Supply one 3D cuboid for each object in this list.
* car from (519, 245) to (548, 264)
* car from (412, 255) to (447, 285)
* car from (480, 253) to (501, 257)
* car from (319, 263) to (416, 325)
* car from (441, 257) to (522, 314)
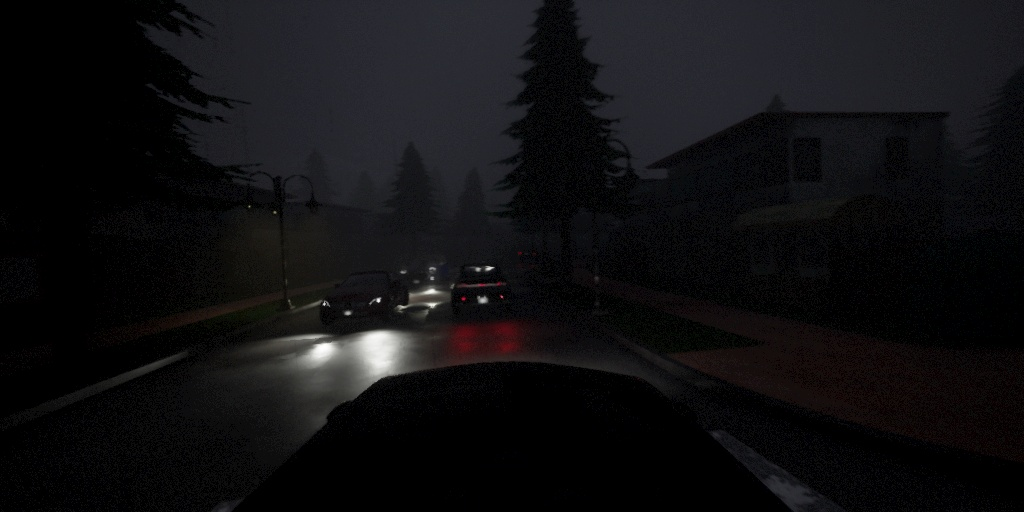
[{"bbox_3d":[2.588,-0.247,41.633,2.150,2.045,5.566,-2,2,22],"label":"car"},{"bbox_3d":[-5.097,0.761,21.659,2.097,1.767,4.553,-2,1,2],"label":"car"},{"bbox_3d":[-2.347,0.381,38.501,1.994,1.385,4.181,-2,2,17],"label":"car"},{"bbox_3d":[-4.640,1.193,11.912,1.812,1.442,4.674,-2,2,-6],"label":"car"},{"bbox_3d":[-1.104,0.998,12.621,2.128,1.511,4.902,-3,2,-6],"label":"car"}]
